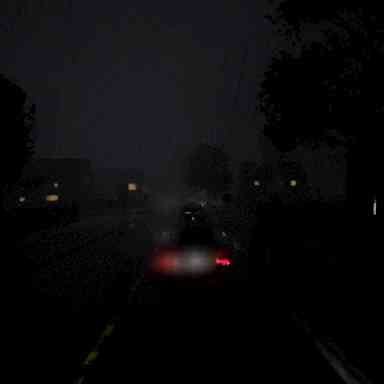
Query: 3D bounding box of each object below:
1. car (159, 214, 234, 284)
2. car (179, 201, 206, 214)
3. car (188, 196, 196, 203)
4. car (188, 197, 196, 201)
[{"bbox_3d":[0.092,1.617,9.823,2.033,1.411,5.357,0,0,0],"label":"car"},{"bbox_3d":[0.073,1.678,25.511,2.128,1.511,4.902,0,0,0],"label":"car"},{"bbox_3d":[-0.094,2.051,89.025,2.097,1.767,4.553,0,-1,0],"label":"car"},{"bbox_3d":[-0.082,2.287,79.034,1.895,1.301,4.718,0,-1,0],"label":"car"}]
